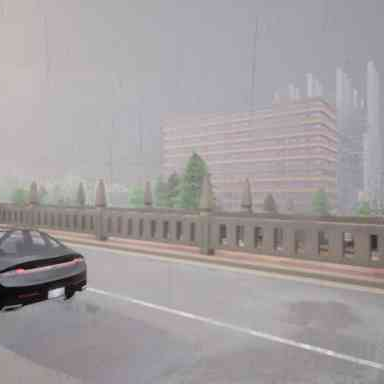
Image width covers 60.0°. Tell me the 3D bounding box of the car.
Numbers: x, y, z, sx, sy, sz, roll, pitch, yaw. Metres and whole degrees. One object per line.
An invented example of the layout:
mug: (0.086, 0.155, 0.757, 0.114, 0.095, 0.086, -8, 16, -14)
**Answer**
car: (-4.269, 1.493, 7.041, 4.902, 1.511, 2.128, 0, 0, 35)
